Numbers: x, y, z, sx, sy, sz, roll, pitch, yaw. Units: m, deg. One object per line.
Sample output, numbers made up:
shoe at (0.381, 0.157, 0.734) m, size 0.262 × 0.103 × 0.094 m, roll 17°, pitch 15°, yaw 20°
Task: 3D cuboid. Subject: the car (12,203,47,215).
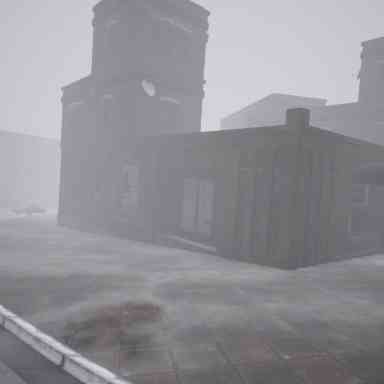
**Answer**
car at (-20.242, 2.105, 41.609) m, size 2.033 × 1.411 × 5.357 m, roll 4°, pitch -2°, yaw 3°
